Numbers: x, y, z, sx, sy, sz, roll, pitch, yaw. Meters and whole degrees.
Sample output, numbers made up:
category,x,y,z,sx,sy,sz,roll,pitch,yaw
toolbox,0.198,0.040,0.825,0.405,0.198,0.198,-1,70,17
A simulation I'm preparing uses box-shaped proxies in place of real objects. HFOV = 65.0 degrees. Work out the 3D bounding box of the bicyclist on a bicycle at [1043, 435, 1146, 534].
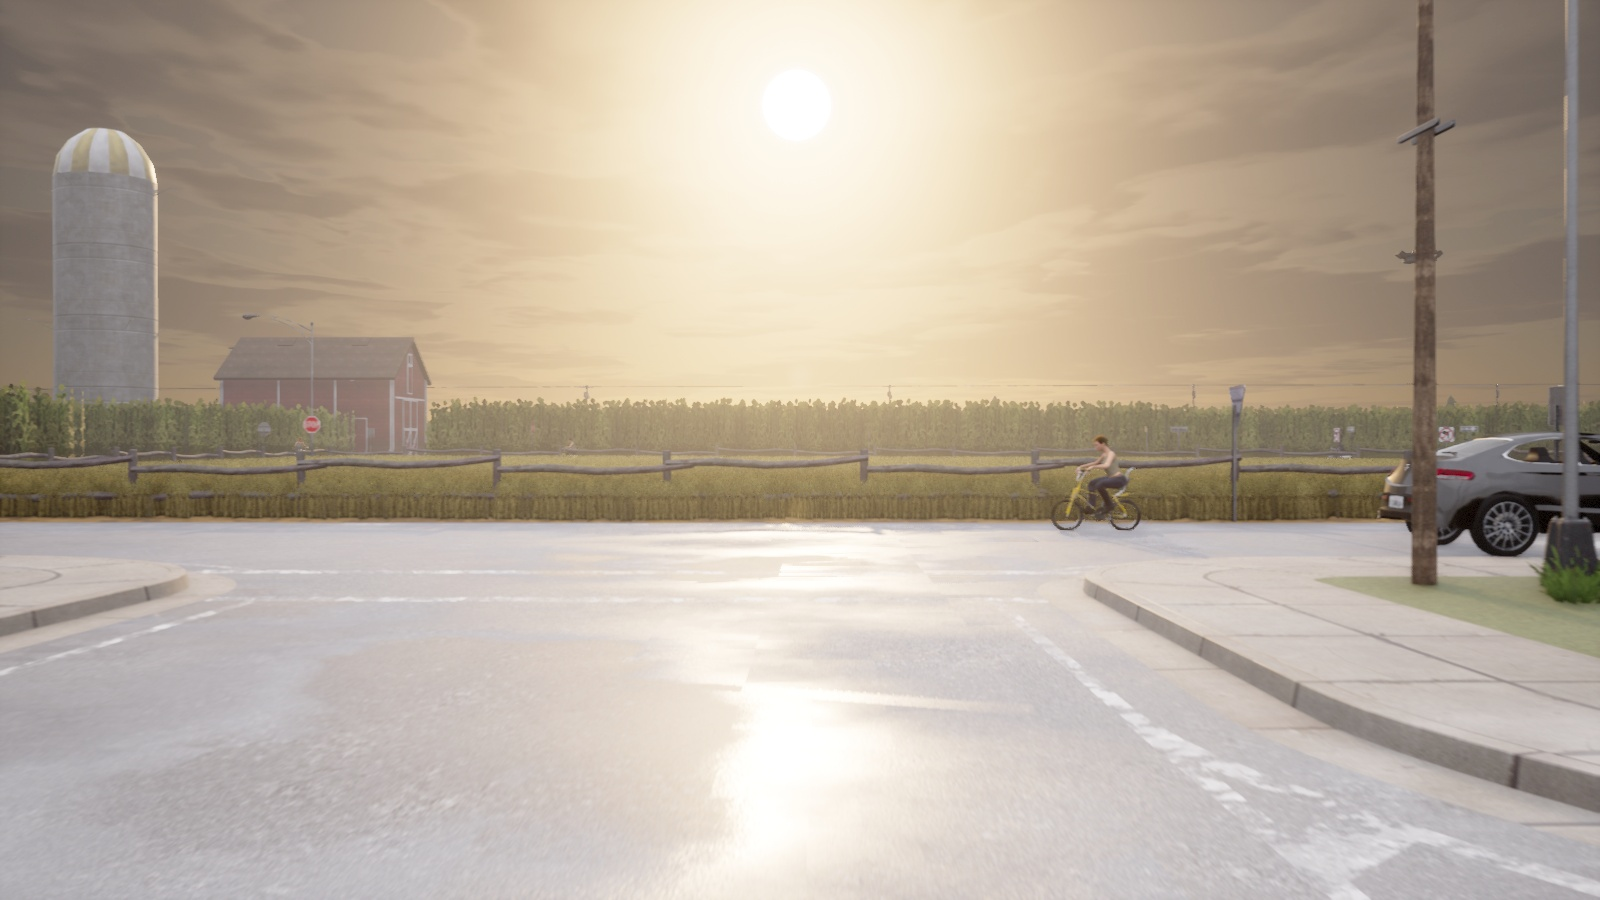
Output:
category,x,y,z,sx,sy,sz,roll,pitch,yaw
bicyclist on a bicycle,4.872,0.563,20.854,1.509,1.612,0.866,0,0,1

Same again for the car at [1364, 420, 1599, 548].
category,x,y,z,sx,sy,sz,roll,pitch,yaw
car,10.735,0.432,17.232,5.027,1.651,2.152,0,0,1
